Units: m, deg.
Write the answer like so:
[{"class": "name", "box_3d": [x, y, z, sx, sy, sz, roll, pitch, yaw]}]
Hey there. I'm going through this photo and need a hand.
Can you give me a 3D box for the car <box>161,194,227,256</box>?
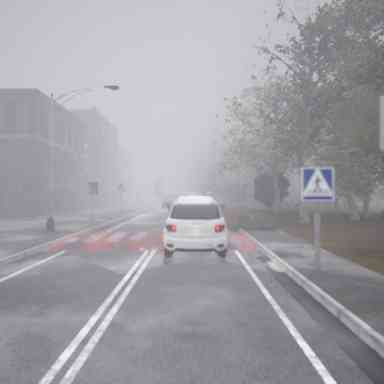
[{"class": "car", "box_3d": [0.137, 1.103, 13.147, 2.150, 2.045, 5.566, 0, 5, 1]}]
